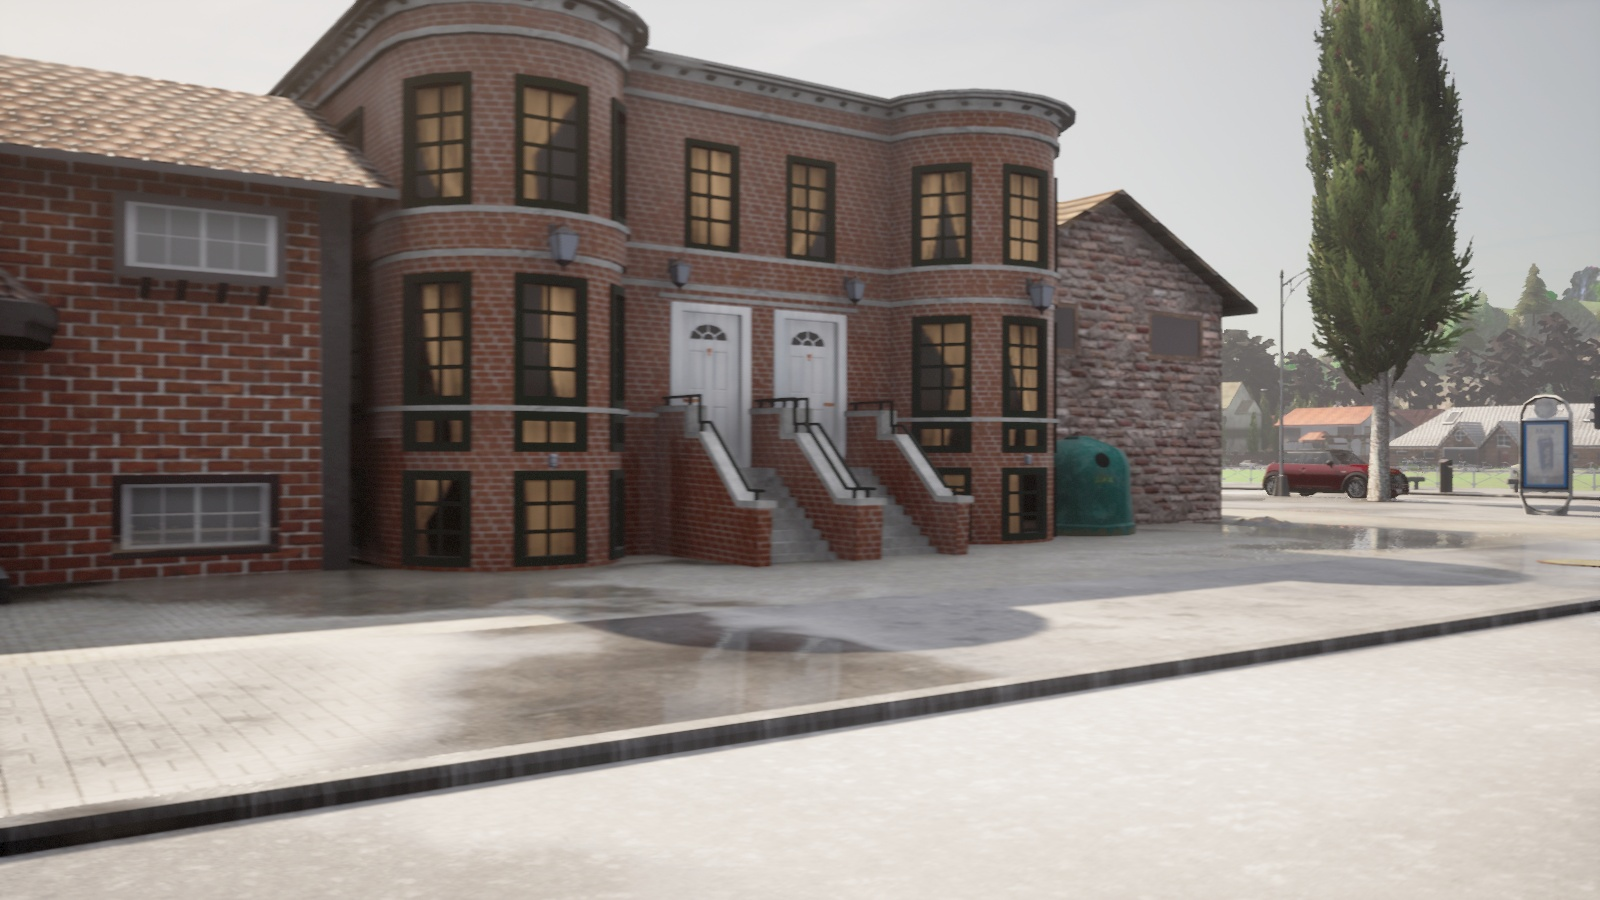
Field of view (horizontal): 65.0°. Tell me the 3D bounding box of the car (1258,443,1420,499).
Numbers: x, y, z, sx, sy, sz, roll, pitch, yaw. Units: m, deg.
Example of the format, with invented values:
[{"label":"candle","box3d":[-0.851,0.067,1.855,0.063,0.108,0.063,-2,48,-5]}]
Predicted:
[{"label":"car","box3d":[17.974,0.668,42.046,2.097,1.767,4.553,0,0,-35]}]
